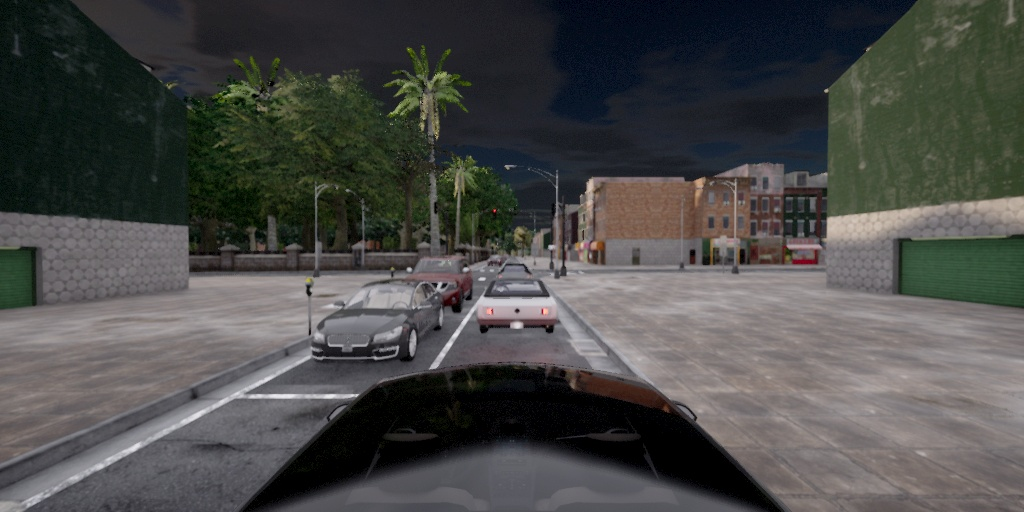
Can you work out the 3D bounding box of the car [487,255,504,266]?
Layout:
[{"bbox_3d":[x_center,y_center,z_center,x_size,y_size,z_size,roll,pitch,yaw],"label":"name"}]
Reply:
[{"bbox_3d":[-2.488,0.619,51.512,1.967,1.591,4.097,0,0,0],"label":"car"}]

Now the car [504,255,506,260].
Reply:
[{"bbox_3d":[-2.469,0.568,57.199,1.967,1.591,4.097,0,0,0],"label":"car"}]

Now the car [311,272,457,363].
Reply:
[{"bbox_3d":[-2.620,1.217,7.905,2.007,1.370,4.403,0,0,0],"label":"car"}]

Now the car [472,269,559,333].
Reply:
[{"bbox_3d":[0.125,1.237,10.238,1.895,1.301,4.718,0,1,0],"label":"car"}]

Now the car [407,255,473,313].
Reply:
[{"bbox_3d":[-2.604,0.910,13.368,2.192,1.841,5.009,0,0,0],"label":"car"}]

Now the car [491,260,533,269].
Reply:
[{"bbox_3d":[0.161,1.085,19.409,1.994,1.385,4.181,0,1,2],"label":"car"}]
